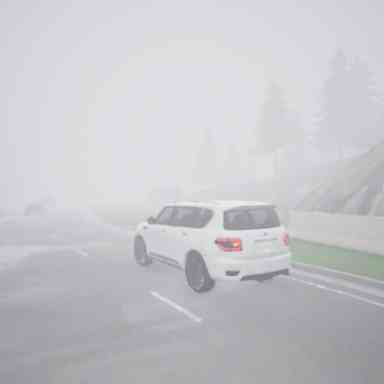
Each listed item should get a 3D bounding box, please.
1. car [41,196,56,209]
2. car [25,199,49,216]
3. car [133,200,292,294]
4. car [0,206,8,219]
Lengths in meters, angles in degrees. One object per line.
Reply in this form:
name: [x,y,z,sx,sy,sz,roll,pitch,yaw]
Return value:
car: [-24.046,1.708,55.615,2.150,2.045,5.566,-1,0,-19]
car: [-17.660,1.853,37.625,1.837,1.490,4.892,-1,0,-20]
car: [0.193,1.245,9.278,2.150,2.045,5.566,0,0,-31]
car: [-19.623,1.926,32.795,1.994,1.385,4.181,-1,0,-20]
